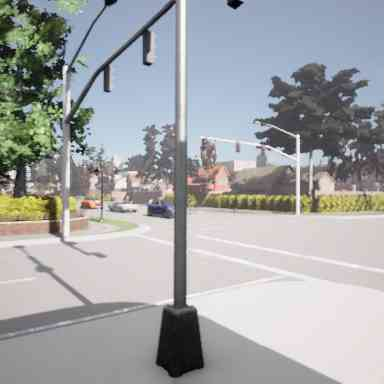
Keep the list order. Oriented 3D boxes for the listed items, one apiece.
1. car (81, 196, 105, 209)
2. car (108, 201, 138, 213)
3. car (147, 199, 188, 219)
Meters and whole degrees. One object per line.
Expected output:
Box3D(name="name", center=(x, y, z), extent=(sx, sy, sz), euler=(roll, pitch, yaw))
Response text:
Box3D(name="car", center=(-13.930, 1.439, 46.704), extent=(2.097, 1.767, 4.553), euler=(0, 0, -36))
Box3D(name="car", center=(-8.044, 1.689, 38.562), extent=(1.895, 1.301, 4.718), euler=(0, 0, -36))
Box3D(name="car", center=(-2.301, 1.441, 30.624), extent=(2.097, 1.767, 4.553), euler=(0, 0, -36))
